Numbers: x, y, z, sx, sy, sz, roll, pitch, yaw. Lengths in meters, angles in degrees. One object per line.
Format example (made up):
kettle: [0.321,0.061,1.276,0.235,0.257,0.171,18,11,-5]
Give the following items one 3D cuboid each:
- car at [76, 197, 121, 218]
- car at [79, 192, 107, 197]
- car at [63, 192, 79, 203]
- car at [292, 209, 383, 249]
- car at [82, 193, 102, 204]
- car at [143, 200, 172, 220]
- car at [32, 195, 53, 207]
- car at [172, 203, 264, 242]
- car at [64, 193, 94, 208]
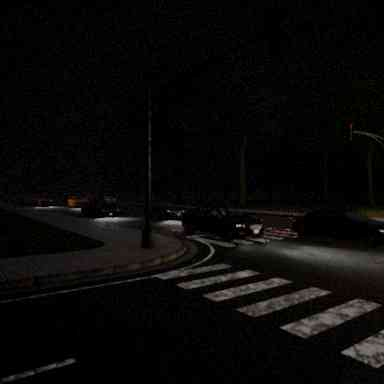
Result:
car: [-8.251,1.436,29.651,2.033,1.411,5.357,0,0,-36]
car: [-15.009,1.165,50.257,2.097,1.767,4.553,0,0,-35]
car: [-20.828,1.017,58.173,2.150,2.045,5.566,0,0,-36]
car: [6.637,1.479,14.684,1.812,1.442,4.674,0,0,-36]
car: [-18.164,1.137,60.037,2.097,1.767,4.553,0,0,-36]
car: [-2.379,1.423,27.100,1.812,1.442,4.674,0,0,-36]
car: [-21.664,1.179,48.244,2.097,1.767,4.553,0,0,-36]
car: [1.366,1.439,16.420,2.128,1.511,4.902,0,0,-36]
car: [-15.394,1.309,45.054,1.882,1.535,5.008,0,0,-36]
